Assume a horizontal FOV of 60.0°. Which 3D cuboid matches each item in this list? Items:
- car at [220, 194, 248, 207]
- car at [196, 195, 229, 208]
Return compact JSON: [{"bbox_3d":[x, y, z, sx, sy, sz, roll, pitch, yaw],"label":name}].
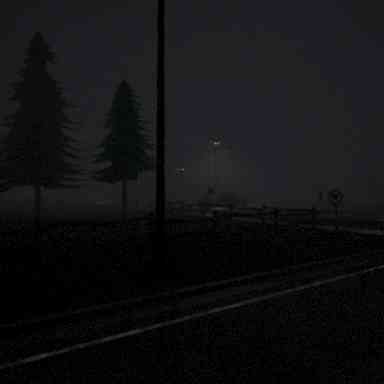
[{"bbox_3d":[6.308,1.318,51.984,2.150,2.045,5.566,0,0,-35],"label":"car"},{"bbox_3d":[2.757,1.634,50.969,2.033,1.411,5.357,0,0,-35],"label":"car"}]
